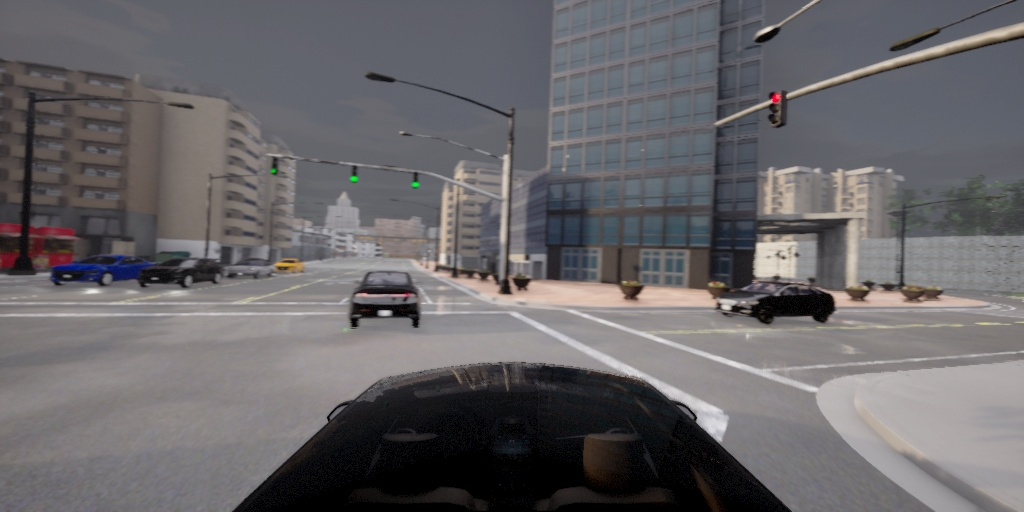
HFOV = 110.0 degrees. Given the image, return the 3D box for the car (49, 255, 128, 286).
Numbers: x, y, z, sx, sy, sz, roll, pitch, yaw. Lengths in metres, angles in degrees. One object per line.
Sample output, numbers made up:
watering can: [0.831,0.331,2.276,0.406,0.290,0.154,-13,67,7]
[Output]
car: [-21.119,0.677,18.825,1.882,1.535,5.008,2,-1,-17]

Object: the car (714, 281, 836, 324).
car: [10.459,1.775,14.292,4.902,1.511,2.128,2,-1,-17]

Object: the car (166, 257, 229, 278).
car: [-23.828,0.850,27.404,1.994,1.385,4.181,2,-1,-17]

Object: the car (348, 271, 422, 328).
car: [-3.876,1.209,11.242,2.128,1.511,4.902,2,-1,-17]

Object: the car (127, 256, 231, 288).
car: [-17.623,0.817,19.351,1.882,1.535,5.008,2,-1,-17]

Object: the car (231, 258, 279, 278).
car: [-20.441,1.026,28.256,1.895,1.301,4.718,2,-1,-17]

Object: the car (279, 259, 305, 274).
car: [-23.450,1.026,37.945,1.882,1.535,5.008,2,-1,-17]
